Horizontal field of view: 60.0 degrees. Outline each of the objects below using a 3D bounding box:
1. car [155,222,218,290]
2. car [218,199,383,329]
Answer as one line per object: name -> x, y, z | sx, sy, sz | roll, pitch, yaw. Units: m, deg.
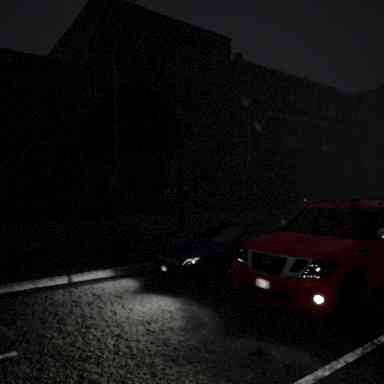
car -> 1.225, 1.511, 9.172 | 4.674, 1.442, 1.812 | 0, 0, -36
car -> 3.437, 1.204, 7.314 | 5.566, 2.045, 2.150 | 0, 0, -36
